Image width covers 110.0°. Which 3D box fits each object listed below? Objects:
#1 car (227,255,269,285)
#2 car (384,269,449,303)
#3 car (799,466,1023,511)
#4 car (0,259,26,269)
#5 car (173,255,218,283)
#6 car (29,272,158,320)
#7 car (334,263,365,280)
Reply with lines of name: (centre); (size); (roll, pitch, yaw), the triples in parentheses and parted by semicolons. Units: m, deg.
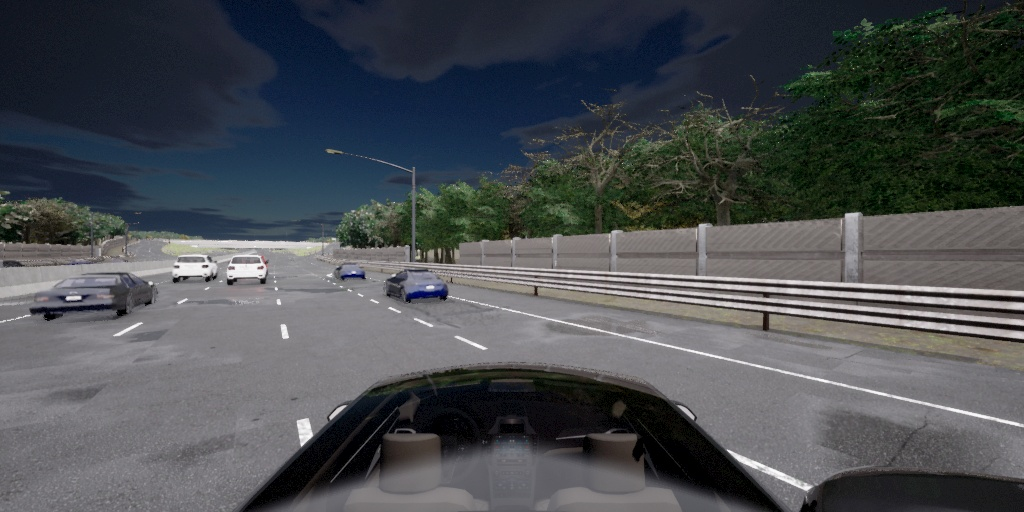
car: (-19.274, 0.957, 26.201); (2.150, 2.045, 5.566); (0, 0, -34)
car: (-4.609, 1.311, 16.949); (1.994, 1.385, 4.181); (0, 0, -34)
car: (2.985, 1.315, 0.453); (4.181, 1.385, 1.994); (0, 0, 34)
car: (-34.858, 1.078, 23.949); (2.097, 1.767, 4.553); (0, 0, -34)
car: (-24.972, 0.949, 28.413); (2.150, 2.045, 5.566); (0, 0, -34)
car: (-14.434, 1.292, 12.732); (2.033, 1.411, 5.357); (0, 0, -34)
car: (-14.058, 1.298, 30.988); (1.994, 1.385, 4.181); (0, 0, -34)
